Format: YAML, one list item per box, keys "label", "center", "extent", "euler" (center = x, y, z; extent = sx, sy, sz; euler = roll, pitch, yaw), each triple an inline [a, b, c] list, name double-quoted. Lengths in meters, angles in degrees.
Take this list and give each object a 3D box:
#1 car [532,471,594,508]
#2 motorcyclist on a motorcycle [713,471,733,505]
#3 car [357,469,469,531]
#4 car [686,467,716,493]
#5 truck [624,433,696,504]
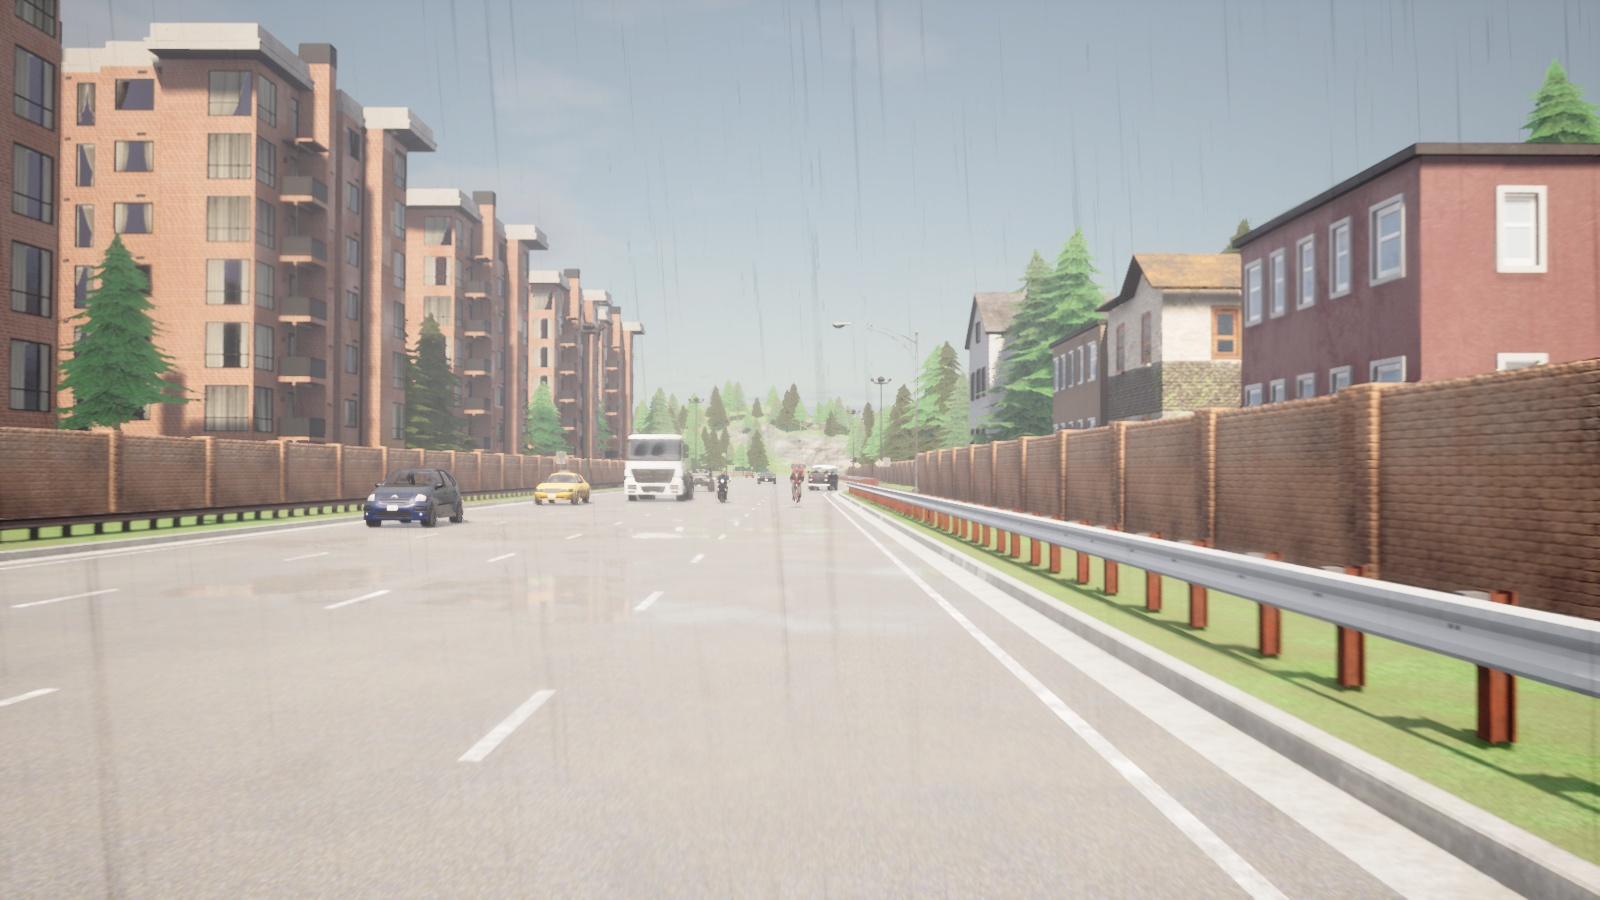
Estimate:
- label: "car"
  center: [-10.638, 1.743, 56.667]
  extent: [1.801, 1.575, 5.366]
  euler: [0, -1, 0]
- label: "motorcyclist on a motorcycle"
  center: [-3.645, 1.779, 59.586]
  extent: [0.866, 1.590, 1.817]
  euler: [0, -1, 0]
- label: "car"
  center: [-10.585, 1.334, 34.627]
  extent: [1.851, 1.617, 3.988]
  euler: [0, -1, 0]
- label: "car"
  center: [-7.224, 2.177, 92.004]
  extent: [1.905, 1.878, 3.866]
  euler: [0, -1, 0]
- label: "truck"
  center: [-7.163, 0.954, 65.378]
  extent: [2.891, 3.462, 7.936]
  euler: [0, -1, 0]
